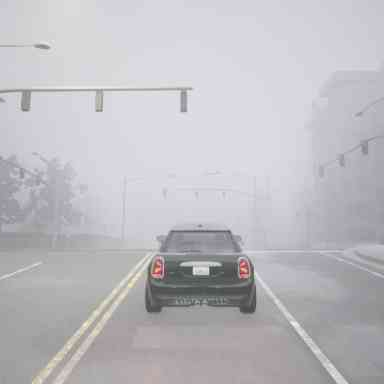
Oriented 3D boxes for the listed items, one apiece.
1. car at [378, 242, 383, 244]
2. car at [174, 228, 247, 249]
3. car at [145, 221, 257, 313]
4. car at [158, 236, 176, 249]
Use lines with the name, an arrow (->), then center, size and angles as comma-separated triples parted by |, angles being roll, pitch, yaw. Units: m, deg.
car -> 17.226, 4.278, 26.169 | 4.892, 1.490, 1.837 | 5, -9, 1
car -> 1.248, 3.581, 25.081 | 5.357, 1.411, 2.033 | -9, -13, 40
car -> 0.179, 1.486, 8.130 | 2.097, 1.767, 4.553 | 0, -1, 0
car -> -3.089, 6.363, 41.524 | 1.837, 1.490, 4.892 | 0, -10, 1
